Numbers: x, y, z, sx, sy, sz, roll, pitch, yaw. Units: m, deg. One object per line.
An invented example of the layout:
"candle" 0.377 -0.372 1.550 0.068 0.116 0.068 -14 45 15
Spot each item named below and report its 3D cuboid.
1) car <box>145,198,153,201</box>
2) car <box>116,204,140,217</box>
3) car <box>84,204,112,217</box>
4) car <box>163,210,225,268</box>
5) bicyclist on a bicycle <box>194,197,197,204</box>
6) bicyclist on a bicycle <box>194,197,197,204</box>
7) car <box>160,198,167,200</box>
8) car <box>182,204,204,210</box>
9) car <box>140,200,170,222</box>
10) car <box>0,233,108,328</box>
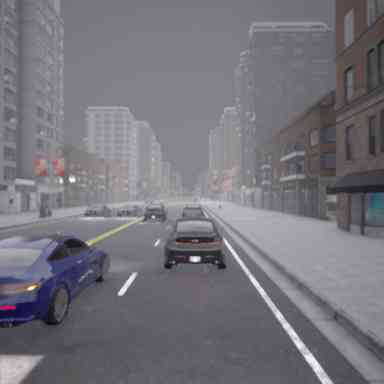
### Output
"car" -9.764 2.131 75.646 1.812 1.442 4.674 0 -1 0
"car" -6.598 1.911 35.089 1.994 1.385 4.181 0 -1 0
"car" -9.848 1.911 35.100 1.994 1.385 4.181 0 -1 0
"car" 0.092 1.622 11.689 1.837 1.490 4.892 0 0 0
"bicyclist on a bicycle" 0.880 2.253 80.678 0.582 1.620 1.656 0 -1 0
"bicyclist on a bicycle" 0.877 2.261 89.674 0.659 1.776 1.843 0 0 0
"car" -6.514 2.147 75.646 2.033 1.411 5.357 0 -1 0
"car" 0.093 1.791 30.253 2.128 1.511 4.902 0 0 0
"car" -3.158 1.800 29.718 1.837 1.490 4.892 0 0 0
"car" -3.162 1.595 7.080 1.812 1.442 4.674 0 0 0
